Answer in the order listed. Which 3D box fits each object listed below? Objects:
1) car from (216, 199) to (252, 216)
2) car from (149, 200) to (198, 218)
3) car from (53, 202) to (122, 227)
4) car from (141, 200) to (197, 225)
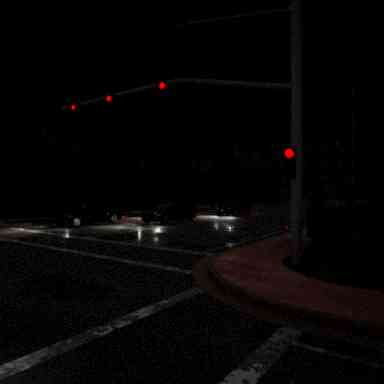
[{"bbox_3d":[4.232,1.500,32.910,1.837,1.490,4.892,0,0,36],"label":"car"},{"bbox_3d":[-1.610,1.499,30.788,1.837,1.490,4.892,0,0,36],"label":"car"},{"bbox_3d":[-7.133,1.472,23.067,1.882,1.535,5.008,0,0,36],"label":"car"},{"bbox_3d":[-1.619,1.473,24.764,1.882,1.535,5.008,0,0,36],"label":"car"}]
